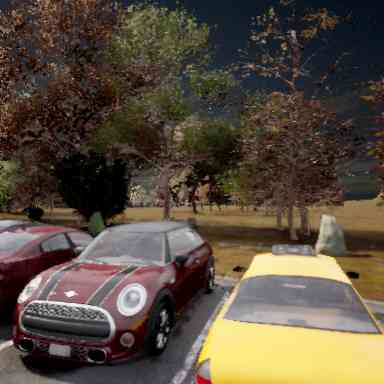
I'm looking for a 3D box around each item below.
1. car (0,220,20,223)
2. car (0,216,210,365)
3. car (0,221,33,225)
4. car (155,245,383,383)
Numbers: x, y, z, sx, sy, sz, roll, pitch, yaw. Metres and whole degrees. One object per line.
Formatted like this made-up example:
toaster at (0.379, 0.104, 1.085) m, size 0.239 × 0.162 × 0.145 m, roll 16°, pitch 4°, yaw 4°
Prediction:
car at (-5.780, 1.623, 9.744) m, size 2.163 × 1.488 × 4.792 m, roll 0°, pitch -1°, yaw 17°
car at (-0.999, 1.408, 6.288) m, size 2.185 × 1.767 × 4.553 m, roll 0°, pitch -1°, yaw 16°
car at (-3.404, 1.563, 8.005) m, size 2.097 × 1.535 × 5.008 m, roll -1°, pitch -1°, yaw 17°
car at (1.433, 1.502, 4.699) m, size 1.946 × 1.575 × 5.366 m, roll -1°, pitch -1°, yaw 16°
